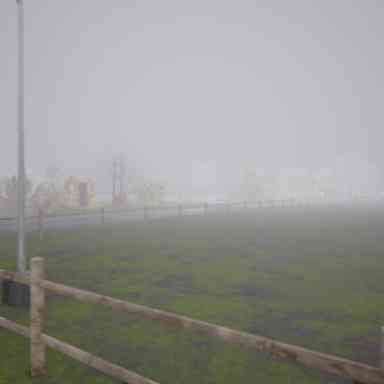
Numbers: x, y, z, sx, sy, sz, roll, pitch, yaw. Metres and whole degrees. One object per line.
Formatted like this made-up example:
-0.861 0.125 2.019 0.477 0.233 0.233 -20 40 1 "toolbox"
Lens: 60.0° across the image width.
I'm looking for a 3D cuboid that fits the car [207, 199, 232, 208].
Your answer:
3.925 1.702 48.693 1.895 1.301 4.718 0 0 36 "car"
